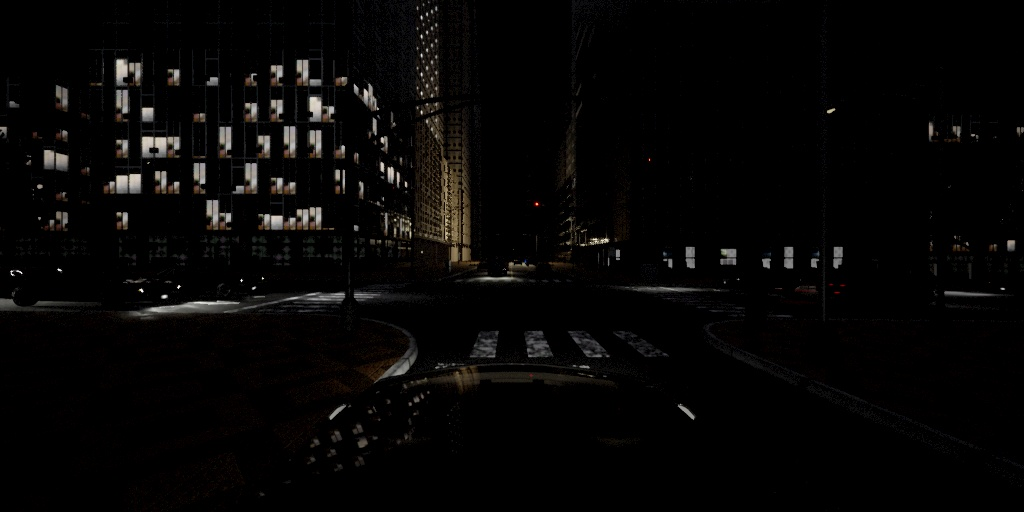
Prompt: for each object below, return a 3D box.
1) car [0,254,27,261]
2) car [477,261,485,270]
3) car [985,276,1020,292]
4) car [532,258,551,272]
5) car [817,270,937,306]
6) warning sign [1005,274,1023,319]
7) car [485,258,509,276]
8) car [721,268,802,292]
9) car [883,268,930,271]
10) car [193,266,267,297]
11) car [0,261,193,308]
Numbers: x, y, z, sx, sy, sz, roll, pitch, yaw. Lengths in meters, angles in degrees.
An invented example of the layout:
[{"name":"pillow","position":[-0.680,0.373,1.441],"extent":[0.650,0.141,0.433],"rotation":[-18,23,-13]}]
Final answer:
[{"name":"car","position":[-22.916,0.706,15.911],"extent":[4.553,1.767,2.097],"rotation":[1,0,-3]},{"name":"car","position":[-3.994,1.343,51.050],"extent":[1.802,1.307,4.207],"rotation":[0,0,0]},{"name":"car","position":[36.761,2.035,25.336],"extent":[4.718,1.301,1.895],"rotation":[1,0,-2]},{"name":"car","position":[3.955,1.329,45.552],"extent":[1.948,1.339,4.313],"rotation":[0,0,0]},{"name":"car","position":[17.920,1.603,17.752],"extent":[4.892,1.490,1.837],"rotation":[1,0,-3]},{"name":"warning sign","position":[17.281,1.204,11.741],"extent":[1.060,1.860,1.300],"rotation":[0,0,-3]},{"name":"car","position":[-1.475,1.245,37.099],"extent":[1.882,1.535,5.008],"rotation":[0,0,0]},{"name":"car","position":[16.900,1.570,24.437],"extent":[4.902,1.511,2.128],"rotation":[1,0,-3]},{"name":"car","position":[26.746,1.606,24.885],"extent":[4.553,1.767,2.097],"rotation":[1,0,-3]},{"name":"car","position":[-14.011,1.118,16.315],"extent":[4.718,1.301,1.895],"rotation":[1,0,-3]},{"name":"car","position":[-15.290,1.042,13.035],"extent":[5.357,1.411,2.033],"rotation":[1,0,0]}]
